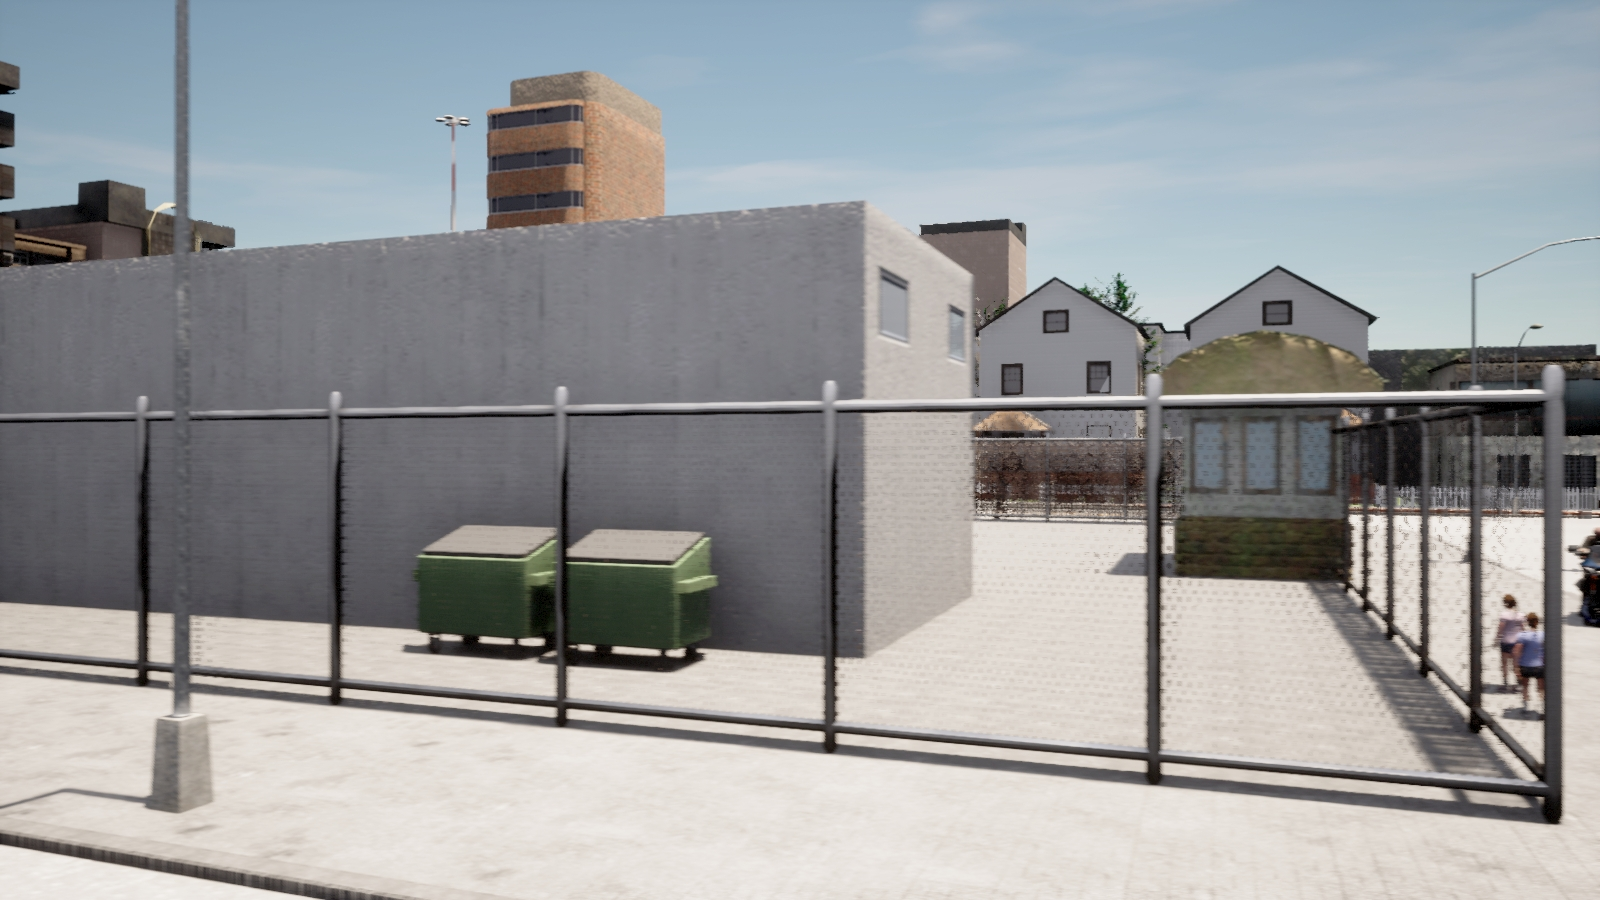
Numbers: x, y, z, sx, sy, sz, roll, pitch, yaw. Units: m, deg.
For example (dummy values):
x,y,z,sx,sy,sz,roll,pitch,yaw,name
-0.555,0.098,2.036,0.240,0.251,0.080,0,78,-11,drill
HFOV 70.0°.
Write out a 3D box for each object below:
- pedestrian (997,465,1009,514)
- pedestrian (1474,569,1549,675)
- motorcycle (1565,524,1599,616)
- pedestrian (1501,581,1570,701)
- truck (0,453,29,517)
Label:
x,y,z,sx,sy,sz,roll,pitch,yaw,name
7.784,1.527,43.785,0.375,1.860,0.375,0,0,20,pedestrian
7.882,1.895,12.666,0.500,1.100,0.500,0,0,-5,pedestrian
12.662,1.872,18.030,0.867,1.251,2.209,0,0,37,motorcycle
7.359,1.896,11.444,0.500,1.100,0.500,0,0,23,pedestrian
-32.447,1.349,42.928,2.627,2.467,5.204,0,0,21,truck
